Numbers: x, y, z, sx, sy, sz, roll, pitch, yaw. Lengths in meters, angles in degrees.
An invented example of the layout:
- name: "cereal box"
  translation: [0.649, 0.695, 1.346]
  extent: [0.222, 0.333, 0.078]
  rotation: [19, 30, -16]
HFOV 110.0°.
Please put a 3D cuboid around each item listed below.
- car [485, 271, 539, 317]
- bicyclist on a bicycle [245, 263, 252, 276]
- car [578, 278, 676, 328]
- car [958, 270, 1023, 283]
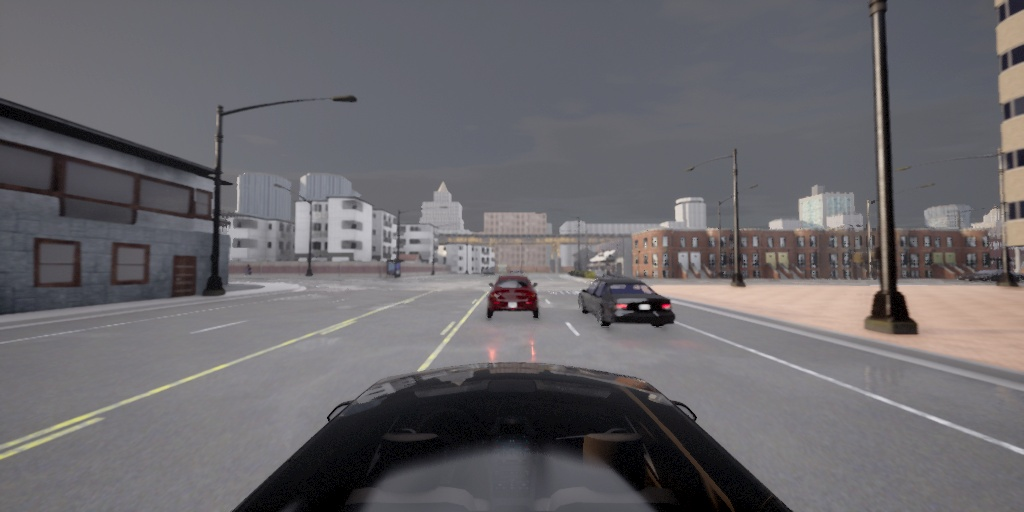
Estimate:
- name: "car"
  translation: [0.048, 1.459, 13.953]
  extent: [1.812, 1.442, 4.674]
  rotation: [0, -1, 1]
- name: "bicyclist on a bicycle"
  translation: [-33.975, 1.780, 46.270]
  extent: [0.582, 1.620, 1.656]
  rotation: [1, -2, -11]
- name: "car"
  translation: [3.525, 1.446, 12.001]
  extent: [2.033, 1.411, 5.357]
  rotation: [0, -1, 0]
- name: "car"
  translation: [50.944, 2.144, 37.980]
  extent: [5.357, 1.411, 2.033]
  rotation: [0, -2, 2]
